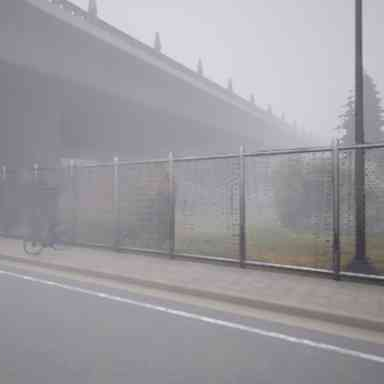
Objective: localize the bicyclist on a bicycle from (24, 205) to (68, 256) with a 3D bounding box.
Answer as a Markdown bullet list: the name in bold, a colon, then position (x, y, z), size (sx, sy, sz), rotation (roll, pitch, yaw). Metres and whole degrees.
- **bicyclist on a bicycle**: position (-4.890, 1.274, 11.249), size (0.582, 1.620, 1.656), rotation (0, 0, 33)
